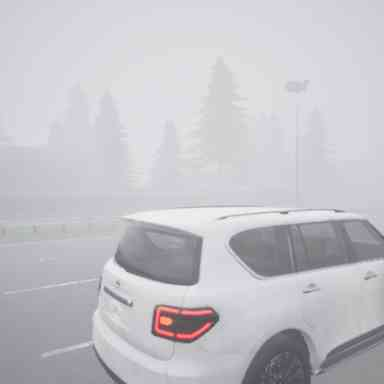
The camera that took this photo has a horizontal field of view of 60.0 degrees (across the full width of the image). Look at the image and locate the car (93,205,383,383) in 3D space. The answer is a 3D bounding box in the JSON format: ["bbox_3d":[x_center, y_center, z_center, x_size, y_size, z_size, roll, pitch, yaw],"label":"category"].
[{"bbox_3d":[1.456,1.217,4.784,5.566,2.045,2.150,0,0,-35],"label":"car"}]

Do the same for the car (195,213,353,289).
[{"bbox_3d":[2.608,1.496,9.906,4.892,1.490,1.837,0,0,-36],"label":"car"}]

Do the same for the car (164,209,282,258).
[{"bbox_3d":[1.343,1.516,13.320,4.674,1.442,1.812,0,0,-36],"label":"car"}]
